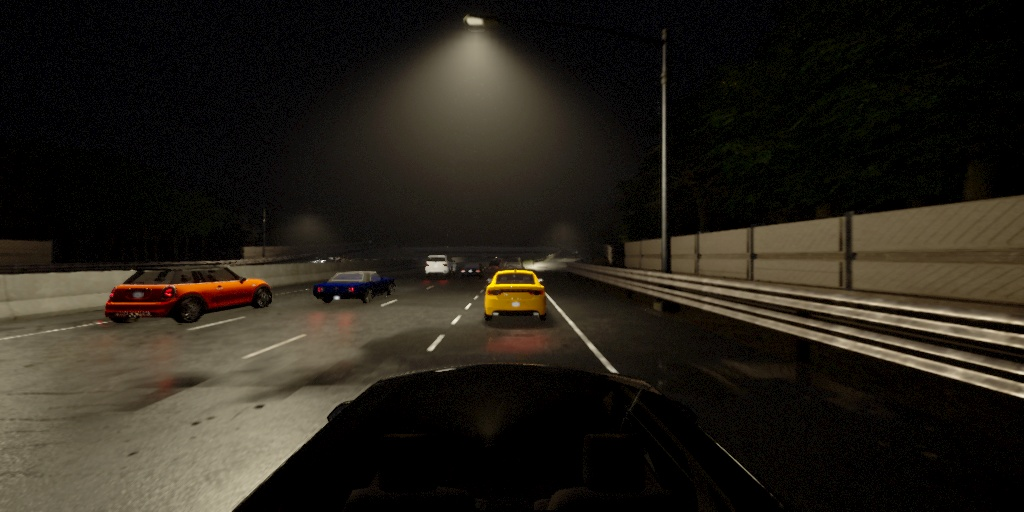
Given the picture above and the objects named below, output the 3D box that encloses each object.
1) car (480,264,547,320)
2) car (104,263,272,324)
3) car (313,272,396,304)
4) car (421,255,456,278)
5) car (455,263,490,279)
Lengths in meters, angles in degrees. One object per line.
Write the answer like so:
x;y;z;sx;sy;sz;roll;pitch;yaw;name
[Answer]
0.113;1.228;12.707;1.882;1.535;5.008;0;0;0;car
-10.388;1.101;12.087;2.097;1.767;4.553;0;0;0;car
-6.878;1.351;16.309;1.895;1.301;4.718;0;0;0;car
-6.798;0.972;34.702;2.150;2.045;5.566;0;0;0;car
-3.411;1.298;32.095;2.033;1.411;5.357;0;0;0;car
